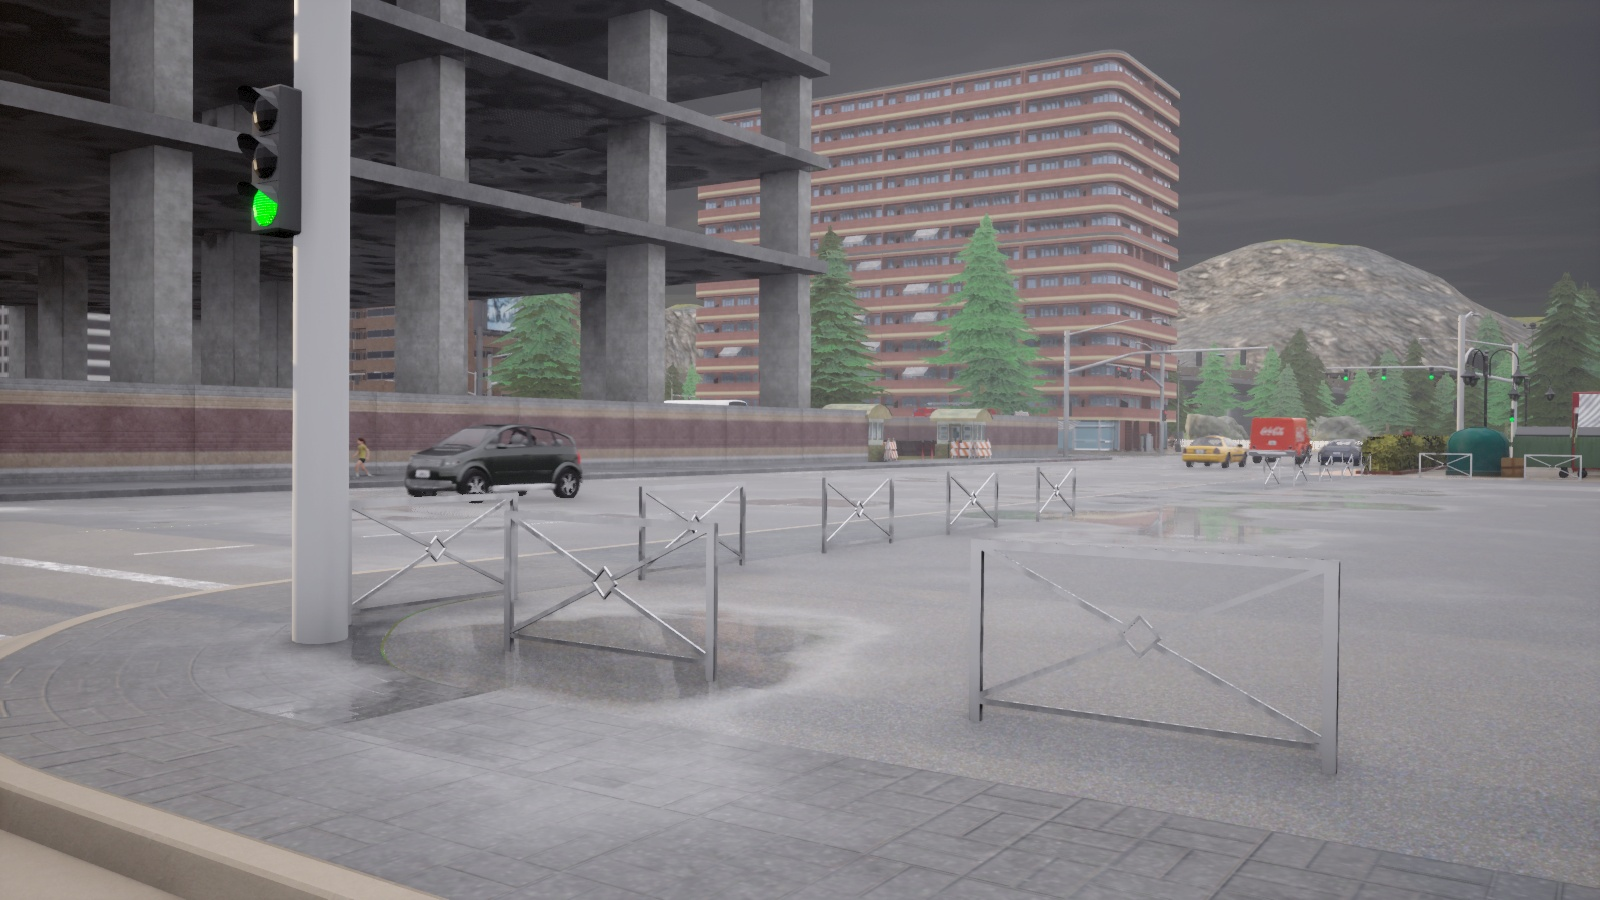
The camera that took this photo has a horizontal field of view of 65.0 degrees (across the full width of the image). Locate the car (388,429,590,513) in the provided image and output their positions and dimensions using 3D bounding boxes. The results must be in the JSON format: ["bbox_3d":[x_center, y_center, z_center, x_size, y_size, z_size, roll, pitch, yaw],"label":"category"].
[{"bbox_3d":[-6.196,0.364,25.354,1.789,1.549,3.705,0,1,33],"label":"car"}]

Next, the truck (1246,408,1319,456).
[{"bbox_3d":[26.264,-0.979,68.202,2.627,2.467,5.204,0,1,33],"label":"truck"}]

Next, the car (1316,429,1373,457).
[{"bbox_3d":[28.011,-0.394,64.494,1.994,1.385,4.181,0,1,33],"label":"car"}]

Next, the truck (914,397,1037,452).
[{"bbox_3d":[12.721,-1.797,91.465,8.468,3.827,2.891,0,1,34],"label":"truck"}]

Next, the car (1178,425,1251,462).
[{"bbox_3d":[18.855,-0.334,56.971,1.801,1.575,5.366,0,1,33],"label":"car"}]

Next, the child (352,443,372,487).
[{"bbox_3d":[-11.158,0.369,32.004,0.394,1.110,0.255,-1,1,-42],"label":"child"}]
